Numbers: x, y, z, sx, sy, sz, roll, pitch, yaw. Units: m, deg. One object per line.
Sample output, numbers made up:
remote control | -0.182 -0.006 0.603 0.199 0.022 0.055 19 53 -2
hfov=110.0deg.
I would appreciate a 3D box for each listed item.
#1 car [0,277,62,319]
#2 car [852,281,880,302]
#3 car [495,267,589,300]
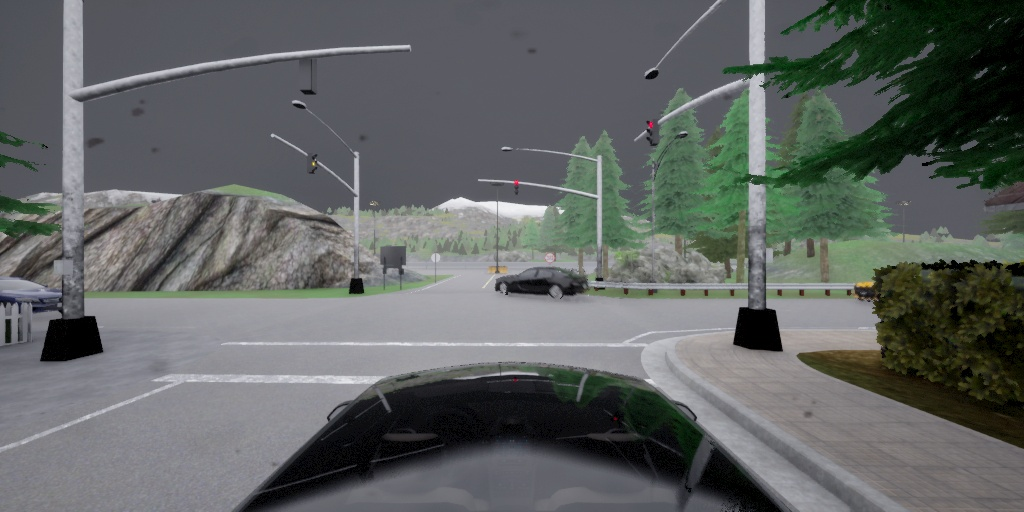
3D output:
car | -18.276 1.467 12.714 4.674 1.442 1.812 0 0 0
car | 18.402 1.419 16.206 5.008 1.535 1.882 0 0 0
car | 1.426 1.288 18.314 5.008 1.535 1.882 0 2 35
